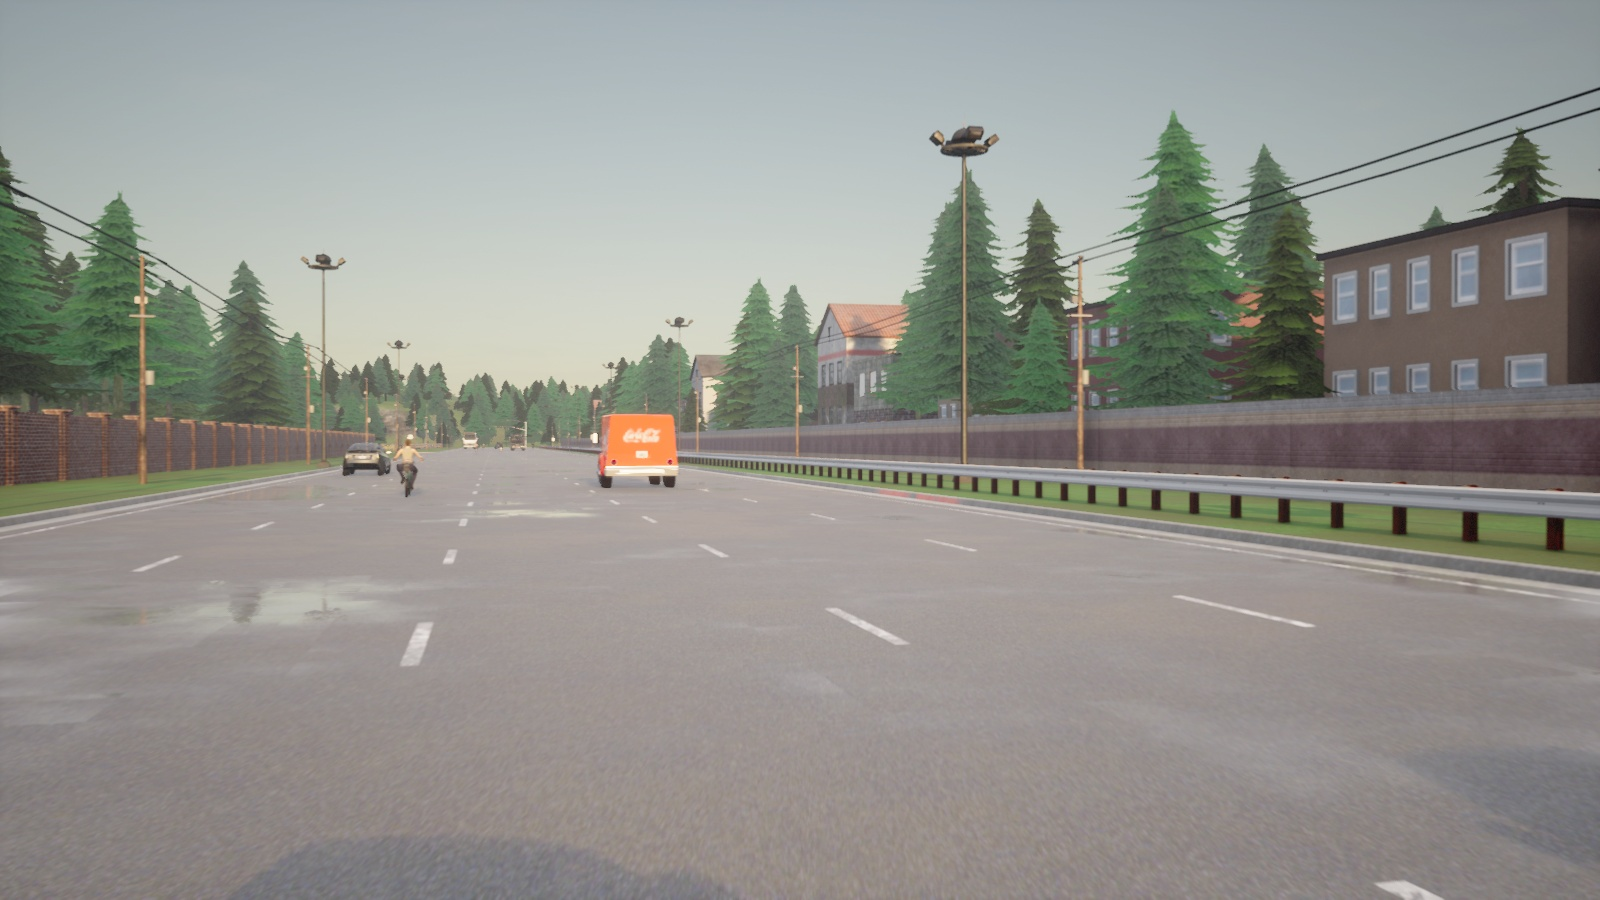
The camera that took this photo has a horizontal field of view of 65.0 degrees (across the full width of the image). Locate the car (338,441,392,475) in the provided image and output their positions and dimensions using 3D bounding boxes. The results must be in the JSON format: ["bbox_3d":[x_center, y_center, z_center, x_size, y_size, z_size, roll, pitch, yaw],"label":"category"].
[{"bbox_3d":[-20.412,0.344,59.096,2.007,1.525,4.514,0,0,-14],"label":"car"}]

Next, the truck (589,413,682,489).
[{"bbox_3d":[-5.766,0.011,43.369,2.627,2.467,5.204,0,0,-14],"label":"truck"}]

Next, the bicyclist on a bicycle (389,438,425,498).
[{"bbox_3d":[-10.892,0.478,34.827,0.866,1.612,1.509,0,0,-13],"label":"bicyclist on a bicycle"}]
